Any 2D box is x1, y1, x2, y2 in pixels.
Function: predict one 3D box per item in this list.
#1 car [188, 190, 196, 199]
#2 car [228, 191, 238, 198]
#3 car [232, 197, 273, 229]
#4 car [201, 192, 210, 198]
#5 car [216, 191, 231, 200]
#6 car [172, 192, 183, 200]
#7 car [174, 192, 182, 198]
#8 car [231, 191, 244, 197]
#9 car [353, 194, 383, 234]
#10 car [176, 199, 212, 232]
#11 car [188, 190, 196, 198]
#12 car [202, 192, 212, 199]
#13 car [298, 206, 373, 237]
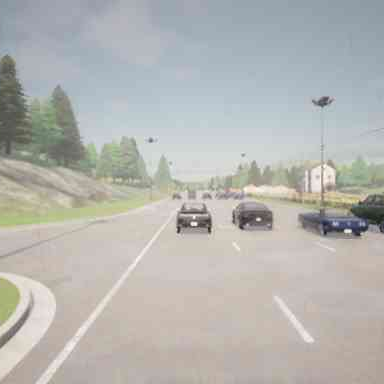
[{"bbox_3d":[0.020,0.989,75.099,2.128,1.511,4.902,0,0,0],"label":"car"},{"bbox_3d":[10.523,0.587,85.484,2.097,1.767,4.553,0,0,0],"label":"car"},{"bbox_3d":[3.607,1.333,20.482,1.882,1.535,5.008,0,0,0],"label":"car"},{"bbox_3d":[3.523,0.758,85.517,2.128,1.511,4.902,0,0,0],"label":"car"},{"bbox_3d":[7.020,0.963,75.097,1.837,1.490,4.892,0,0,0],"label":"car"},{"bbox_3d":[-3.480,0.965,75.130,1.837,1.490,4.892,0,0,0],"label":"car"},{"bbox_3d":[-3.477,0.711,85.548,1.882,1.535,5.008,0,0,0],"label":"car"},{"bbox_3d":[10.520,0.941,75.096,1.882,1.535,5.008,0,0,0],"label":"car"},{"bbox_3d":[10.605,1.094,18.024,2.150,2.045,5.566,0,0,0],"label":"car"},{"bbox_3d":[0.106,1.358,18.910,2.128,1.511,4.902,0,0,0],"label":"car"},{"bbox_3d":[0.023,0.458,85.545,2.150,2.045,5.566,0,0,0],"label":"car"},{"bbox_3d":[3.520,0.964,75.098,1.837,1.490,4.892,0,0,0],"label":"car"},{"bbox_3d":[7.105,1.478,17.352,1.895,1.301,4.718,0,0,0],"label":"car"}]
